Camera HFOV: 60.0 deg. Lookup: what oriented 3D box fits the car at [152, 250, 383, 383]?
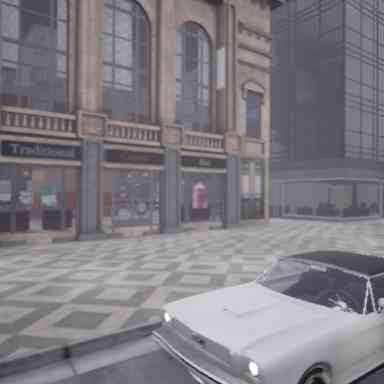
[{"bbox_3d":[1.863,1.605,4.688,4.718,1.301,1.895,0,0,-35],"label":"car"}]
